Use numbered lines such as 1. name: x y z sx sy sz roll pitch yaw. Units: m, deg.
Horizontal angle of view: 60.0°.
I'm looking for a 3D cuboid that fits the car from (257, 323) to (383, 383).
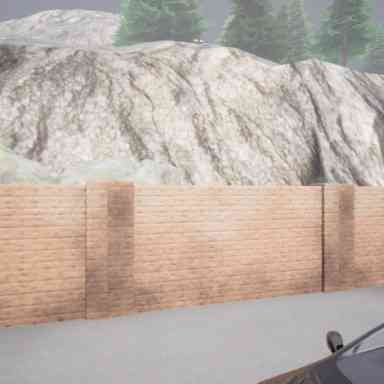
1. car: 2.100 1.492 1.946 4.902 1.511 2.128 0 0 -19
